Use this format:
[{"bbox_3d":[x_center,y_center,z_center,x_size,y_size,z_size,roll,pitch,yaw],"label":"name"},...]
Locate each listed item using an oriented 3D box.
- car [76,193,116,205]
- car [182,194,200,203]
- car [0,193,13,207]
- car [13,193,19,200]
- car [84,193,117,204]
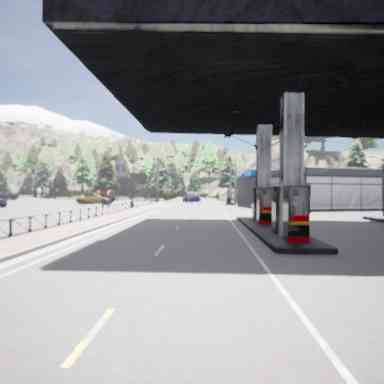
[{"bbox_3d":[-14.184,1.007,48.288,5.027,1.636,2.152,0,0,2],"label":"car"},{"bbox_3d":[-0.207,1.203,62.989,1.882,1.535,5.008,0,0,25],"label":"car"},{"bbox_3d":[-22.350,0.980,36.775,3.633,1.501,1.845,0,0,2],"label":"car"},{"bbox_3d":[-39.141,0.884,69.944,4.892,1.490,1.837,0,0,2],"label":"car"},{"bbox_3d":[-14.104,1.003,51.424,4.514,1.523,2.007,0,0,2],"label":"car"}]
